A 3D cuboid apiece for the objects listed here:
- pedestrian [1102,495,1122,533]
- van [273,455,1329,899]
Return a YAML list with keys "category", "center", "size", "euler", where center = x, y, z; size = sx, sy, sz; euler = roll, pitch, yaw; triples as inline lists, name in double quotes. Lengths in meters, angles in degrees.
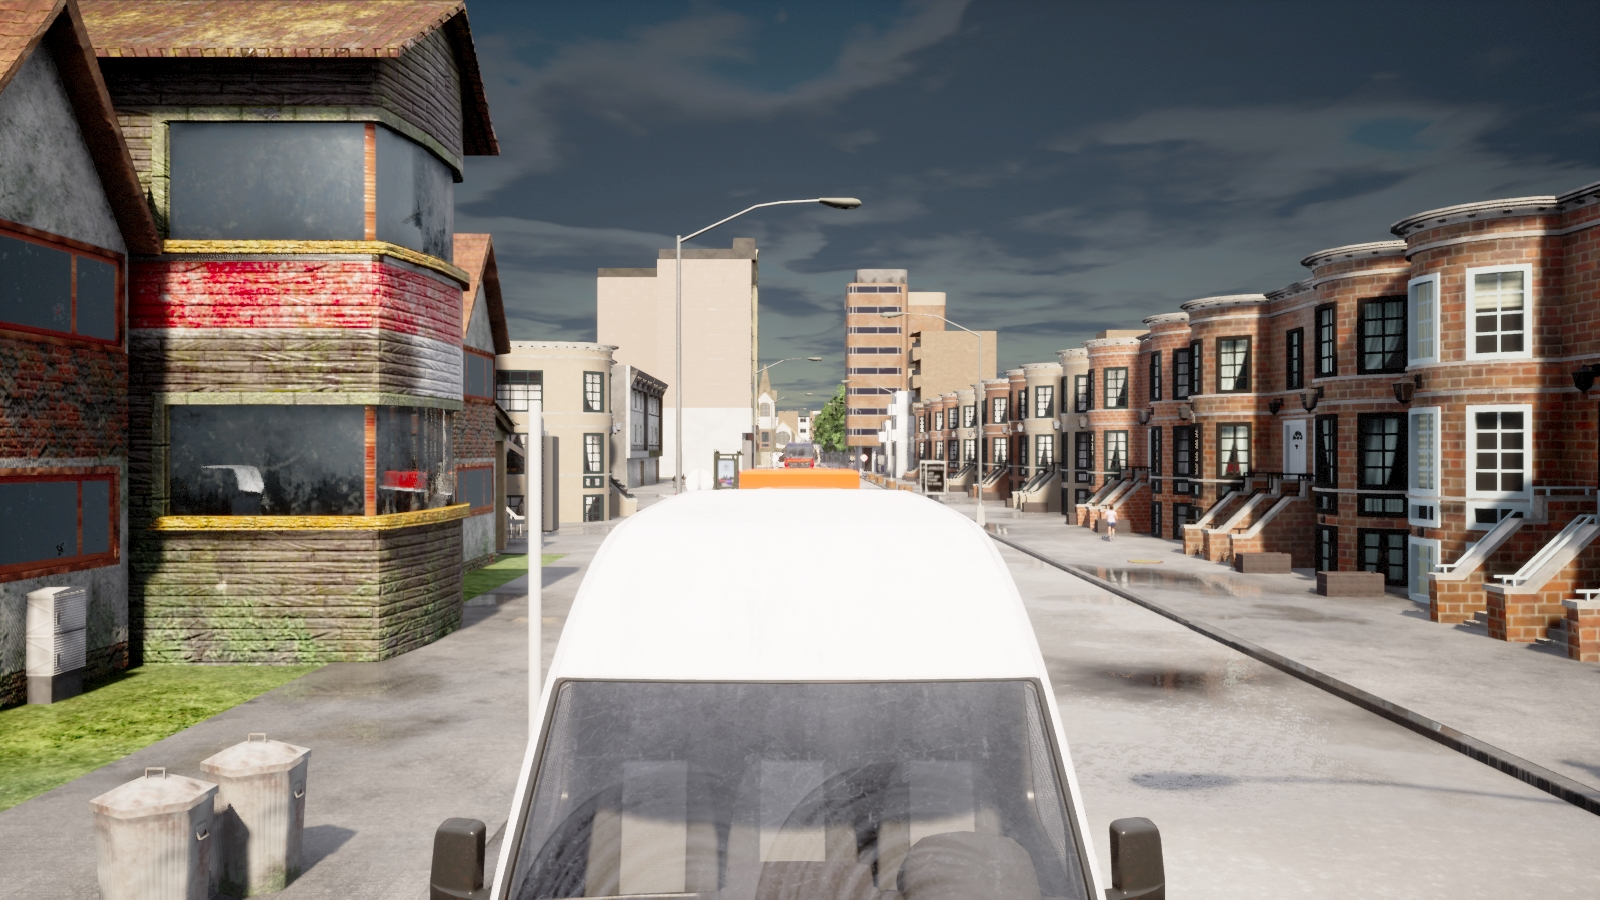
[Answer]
- category: "pedestrian"
  center: [9.242, 1.903, 33.866]
  size: [0.500, 1.100, 0.500]
  euler: [0, 0, 9]
- category: "van"
  center: [-0.003, 1.314, 5.110]
  size: [1.988, 2.561, 5.915]
  euler: [0, 0, 0]
